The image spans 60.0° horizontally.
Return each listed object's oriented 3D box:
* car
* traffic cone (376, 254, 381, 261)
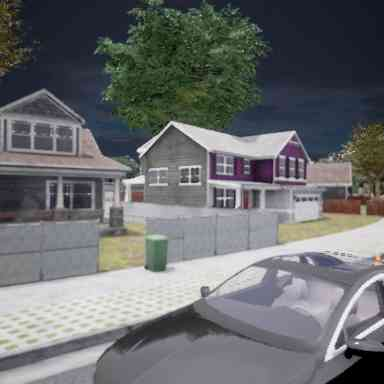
[{"bbox_3d":[1.312,1.527,3.721,4.902,1.511,2.128,1,0,-39],"label":"car"},{"bbox_3d":[5.341,2.067,9.540,0.340,0.580,0.340,1,-1,-42],"label":"traffic cone"}]
